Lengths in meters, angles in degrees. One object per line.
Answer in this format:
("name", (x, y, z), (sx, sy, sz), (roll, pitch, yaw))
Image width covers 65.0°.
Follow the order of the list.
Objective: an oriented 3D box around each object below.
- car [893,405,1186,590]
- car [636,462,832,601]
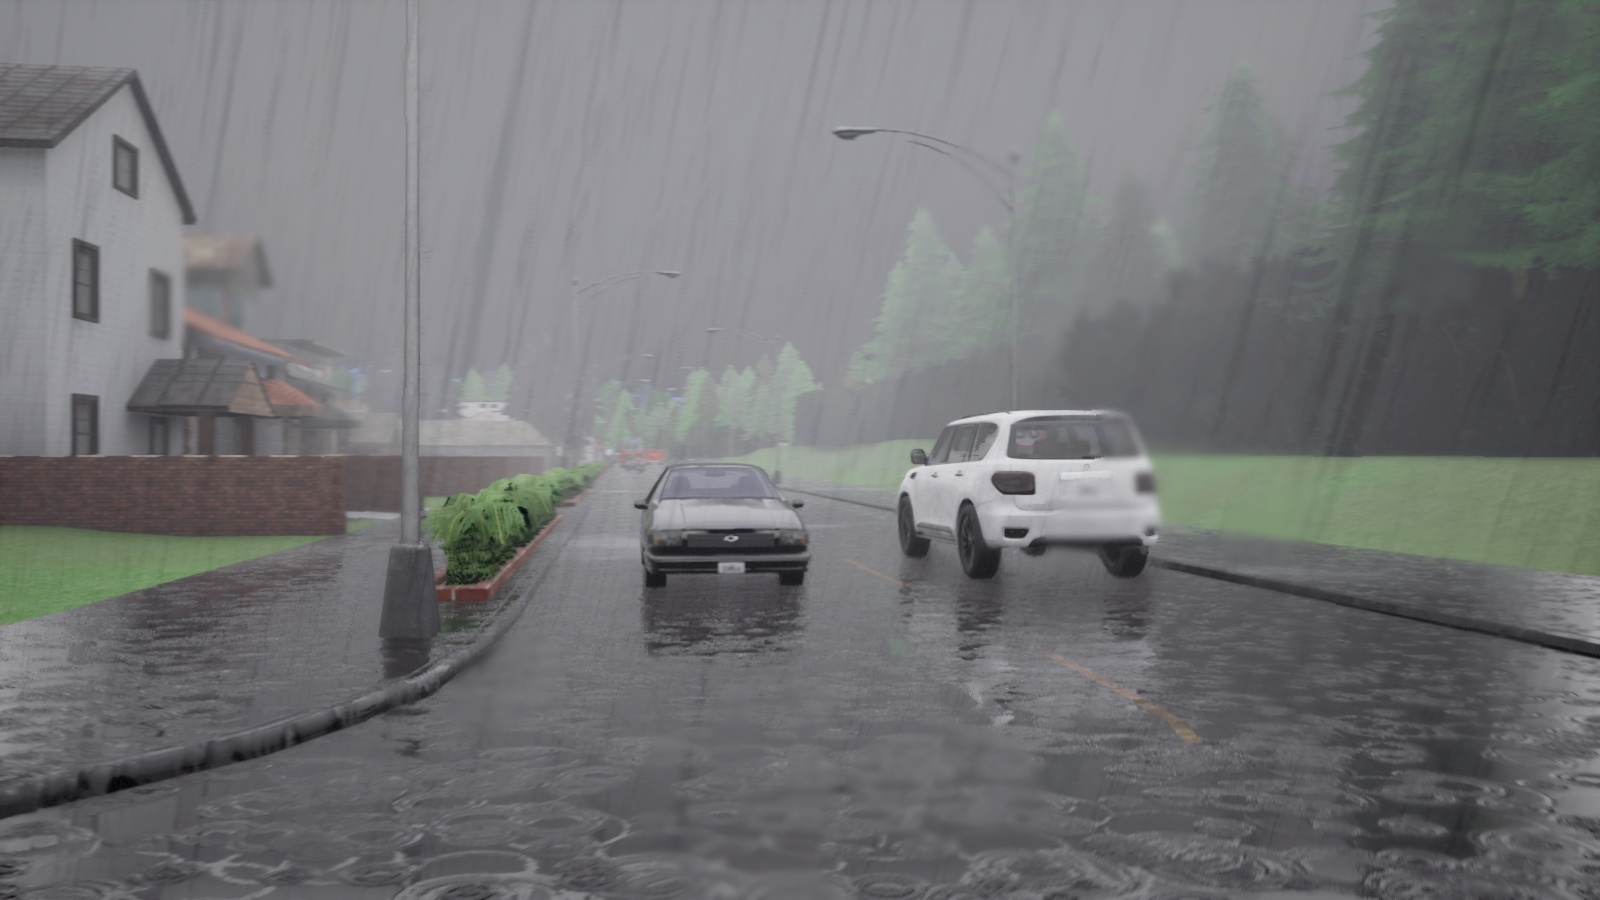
("car", (2.898, 0.533, 16.781), (2.150, 2.045, 5.566), (0, 0, -8))
("car", (-1.029, 0.872, 15.818), (2.033, 1.411, 5.357), (0, 0, -8))
